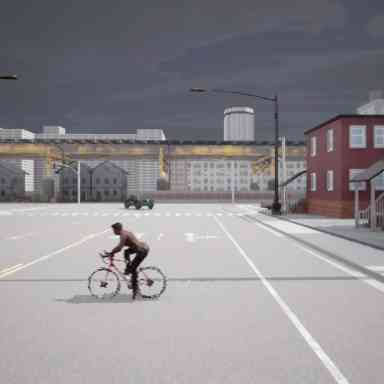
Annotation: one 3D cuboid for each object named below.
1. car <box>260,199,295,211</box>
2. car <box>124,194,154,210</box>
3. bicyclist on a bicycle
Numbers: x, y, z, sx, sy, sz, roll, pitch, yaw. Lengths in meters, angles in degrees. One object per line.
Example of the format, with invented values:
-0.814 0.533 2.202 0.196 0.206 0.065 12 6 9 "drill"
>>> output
11.087 1.547 40.959 5.357 1.411 2.033 0 0 4 "car"
-7.004 1.221 43.846 2.150 2.045 5.566 0 0 -35 "car"
-1.374 1.455 6.948 1.656 1.620 0.582 -2 0 1 "bicyclist on a bicycle"
